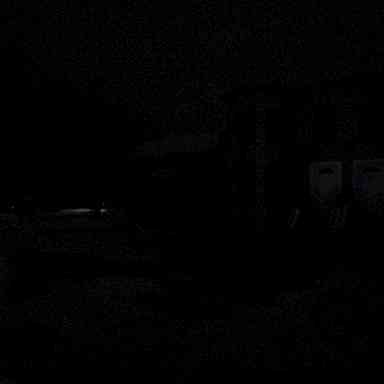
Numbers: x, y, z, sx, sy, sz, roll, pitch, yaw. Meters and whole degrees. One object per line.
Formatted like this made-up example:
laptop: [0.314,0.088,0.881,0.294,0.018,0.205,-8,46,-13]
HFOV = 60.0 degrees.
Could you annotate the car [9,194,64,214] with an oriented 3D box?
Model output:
car: [-16.828,1.221,36.418,2.150,2.045,5.566,0,0,36]

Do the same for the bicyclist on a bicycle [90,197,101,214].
bicyclist on a bicycle: [-9.401,1.344,32.337,1.656,1.620,0.582,0,1,36]

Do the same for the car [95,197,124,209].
car: [-10.770,1.477,44.721,1.882,1.535,5.008,0,0,36]
